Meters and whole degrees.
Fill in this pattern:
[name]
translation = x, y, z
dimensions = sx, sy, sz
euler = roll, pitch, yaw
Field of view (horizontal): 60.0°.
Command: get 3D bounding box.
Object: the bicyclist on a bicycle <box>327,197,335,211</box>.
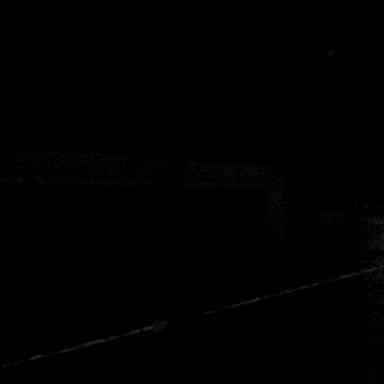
[bicyclist on a bicycle]
translation = 16.581, 1.473, 39.696
dimensions = 1.656, 1.620, 0.582
euler = 0, 0, -36
